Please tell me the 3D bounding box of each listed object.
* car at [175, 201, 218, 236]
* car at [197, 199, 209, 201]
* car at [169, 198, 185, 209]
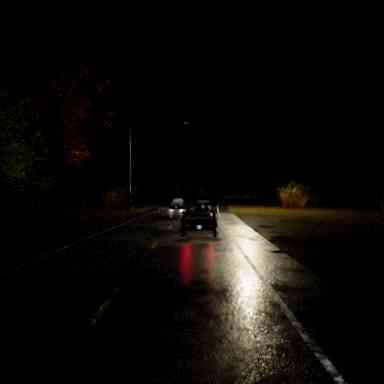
[{"bbox_3d":[0.413,1.473,18.414,2.128,1.511,4.902,0,0,2],"label":"car"},{"bbox_3d":[1.249,1.508,37.053,2.033,1.411,5.357,0,0,3],"label":"car"},{"bbox_3d":[-1.827,1.564,45.252,2.033,1.411,5.357,0,0,4],"label":"car"}]
